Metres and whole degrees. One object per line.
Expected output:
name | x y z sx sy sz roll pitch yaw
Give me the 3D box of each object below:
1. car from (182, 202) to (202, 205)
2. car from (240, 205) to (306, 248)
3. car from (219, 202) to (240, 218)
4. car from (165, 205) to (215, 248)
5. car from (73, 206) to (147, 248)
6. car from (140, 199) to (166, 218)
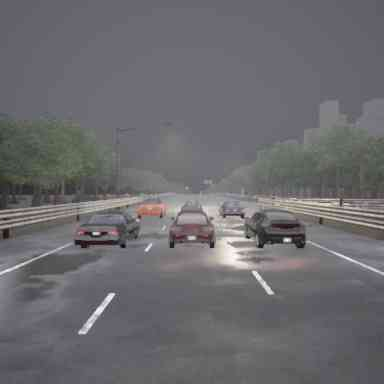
car | 0.000 1.569 29.650 1.994 1.385 4.181 0 0 0
car | 3.500 1.517 14.650 1.837 1.490 4.892 0 0 0
car | 3.500 1.560 29.650 2.033 1.411 5.357 0 0 0
car | 0.000 1.533 14.650 1.812 1.442 4.674 0 0 0
car | -3.500 1.563 14.650 2.033 1.411 5.357 0 0 0
car | -3.500 1.362 29.620 2.097 1.767 4.553 0 0 0
